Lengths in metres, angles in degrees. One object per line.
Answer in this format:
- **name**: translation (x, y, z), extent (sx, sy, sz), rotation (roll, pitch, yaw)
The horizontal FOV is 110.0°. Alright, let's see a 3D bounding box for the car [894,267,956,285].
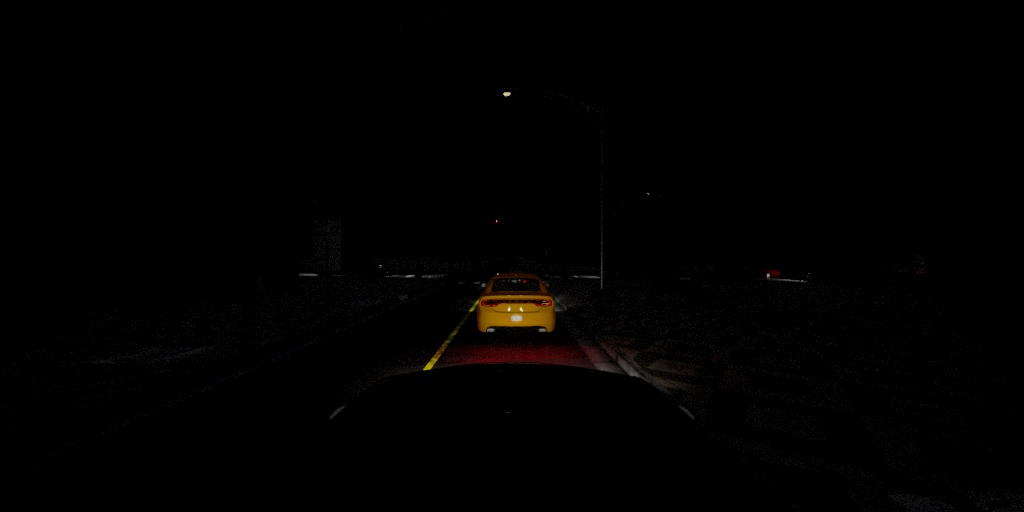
- **car**: translation (34.717, 1.862, 30.942), extent (4.507, 1.381, 1.888), rotation (0, 0, 0)

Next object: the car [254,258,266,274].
- **car**: translation (-24.049, 0.926, 33.647), extent (4.902, 1.511, 2.128), rotation (1, 0, 0)

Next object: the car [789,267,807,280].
- **car**: translation (31.886, 1.771, 36.793), extent (4.892, 1.490, 1.837), rotation (1, 0, 0)

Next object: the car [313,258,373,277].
- **car**: translation (-14.764, 1.114, 30.882), extent (4.403, 1.370, 2.007), rotation (0, 0, 0)

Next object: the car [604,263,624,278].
- **car**: translation (11.902, 1.454, 36.816), extent (4.892, 1.490, 1.837), rotation (1, 0, 0)

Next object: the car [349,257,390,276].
- **car**: translation (-13.881, 0.926, 33.594), extent (4.553, 1.767, 2.097), rotation (1, 0, 1)

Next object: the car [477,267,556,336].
- **car**: translation (0.104, 1.227, 10.405), extent (1.882, 1.535, 5.008), rotation (0, 0, 0)

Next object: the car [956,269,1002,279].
- **car**: translation (40.367, 1.994, 30.938), extent (4.207, 1.307, 1.802), rotation (0, 0, 0)

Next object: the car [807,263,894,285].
- **car**: translation (29.073, 1.539, 30.946), extent (5.009, 1.841, 2.192), rotation (0, 0, 0)

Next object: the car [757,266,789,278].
- **car**: translation (29.087, 1.763, 39.472), extent (4.507, 1.381, 1.888), rotation (0, 0, 0)

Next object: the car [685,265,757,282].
- **car**: translation (17.956, 1.569, 30.954), extent (4.829, 1.417, 1.751), rotation (0, 0, 0)

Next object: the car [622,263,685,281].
- **car**: translation (12.144, 1.522, 30.958), extent (4.313, 1.339, 1.948), rotation (0, 0, 0)

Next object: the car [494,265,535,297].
- **car**: translation (0.111, 1.296, 20.232), extent (2.033, 1.411, 5.357), rotation (0, 0, 0)

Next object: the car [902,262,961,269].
- **car**: translation (39.713, 1.619, 33.597), extent (5.566, 2.045, 2.150), rotation (1, 0, 0)
